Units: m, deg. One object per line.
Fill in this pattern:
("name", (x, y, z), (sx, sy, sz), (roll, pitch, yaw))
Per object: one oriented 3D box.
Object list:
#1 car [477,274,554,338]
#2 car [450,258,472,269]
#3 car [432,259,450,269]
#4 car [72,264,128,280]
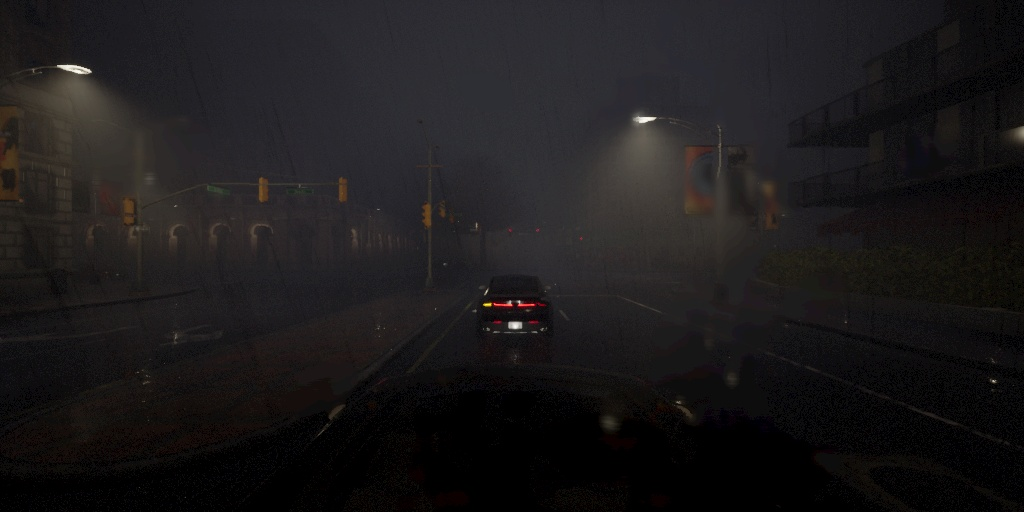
("car", (0.081, 1.254, 10.180), (1.837, 1.490, 4.892), (0, 0, 0))
("car", (-8.023, 1.098, 56.972), (2.097, 1.767, 4.553), (0, 0, 0))
("car", (-11.520, 1.252, 57.369), (1.837, 1.490, 4.892), (0, 0, 0))
("car", (-33.475, 1.312, 28.596), (4.181, 1.385, 1.994), (0, 0, 0))
